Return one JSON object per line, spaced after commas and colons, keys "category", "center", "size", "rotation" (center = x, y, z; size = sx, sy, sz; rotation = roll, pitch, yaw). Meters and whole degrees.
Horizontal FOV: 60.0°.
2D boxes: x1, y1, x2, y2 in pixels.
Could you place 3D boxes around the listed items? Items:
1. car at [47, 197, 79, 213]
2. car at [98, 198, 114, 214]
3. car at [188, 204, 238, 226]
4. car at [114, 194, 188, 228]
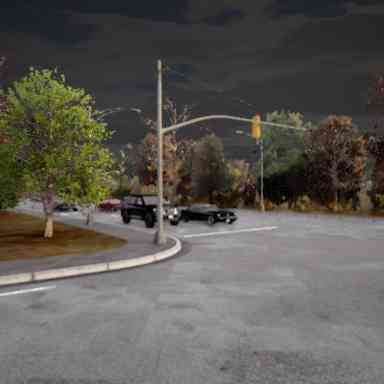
{"category": "car", "center": [-14.587, 1.538, 37.853], "size": [2.033, 1.411, 5.357], "rotation": [0, 0, -38]}
{"category": "car", "center": [-8.377, 1.433, 35.572], "size": [1.882, 1.535, 5.008], "rotation": [0, 0, -38]}
{"category": "car", "center": [1.010, 1.545, 23.230], "size": [1.895, 1.301, 4.718], "rotation": [0, 0, -37]}
{"category": "car", "center": [-2.956, 1.184, 22.701], "size": [2.150, 2.045, 5.566], "rotation": [0, 0, -37]}
